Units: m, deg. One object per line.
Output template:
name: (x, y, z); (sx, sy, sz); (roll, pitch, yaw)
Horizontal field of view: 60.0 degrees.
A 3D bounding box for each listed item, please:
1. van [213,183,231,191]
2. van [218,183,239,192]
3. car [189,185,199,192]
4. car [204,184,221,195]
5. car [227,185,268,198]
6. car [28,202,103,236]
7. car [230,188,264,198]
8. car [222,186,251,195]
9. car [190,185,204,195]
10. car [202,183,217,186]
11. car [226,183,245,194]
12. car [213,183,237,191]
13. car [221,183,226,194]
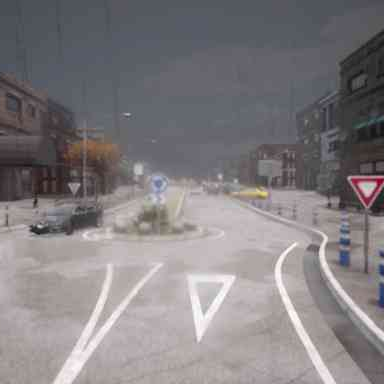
van: (7.805, -1.325, 86.042); (4.442, 1.987, 1.878); (0, 1, -1)
van: (8.146, -1.016, 74.901); (4.442, 1.987, 1.878); (0, 2, -1)
car: (0.432, -0.785, 70.637); (2.128, 1.511, 4.902); (0, 2, -1)
car: (3.584, -0.219, 58.778); (1.837, 1.490, 4.892); (0, 2, 0)
car: (8.112, 0.218, 47.485); (5.366, 1.575, 1.946); (0, 2, -1)
car: (-6.250, 1.290, 17.053); (1.837, 1.490, 4.892); (-1, 0, 11)
car: (8.274, 0.144, 50.244); (4.674, 1.452, 2.002); (0, 2, -1)
car: (8.159, -0.332, 61.256); (5.008, 1.535, 2.097); (0, 2, -1)
car: (0.583, -0.109, 58.407); (1.895, 1.301, 4.718); (0, 2, 0)
car: (3.431, -0.784, 70.667); (2.128, 1.511, 4.902); (0, 2, -1)
car: (8.212, -0.136, 52.990); (4.553, 1.767, 2.185); (0, 2, -1)
car: (7.947, -1.205, 80.533); (5.566, 2.045, 2.435); (0, 1, -1)
car: (8.247, -0.372, 55.738); (5.566, 2.045, 2.435); (0, 2, -1)
